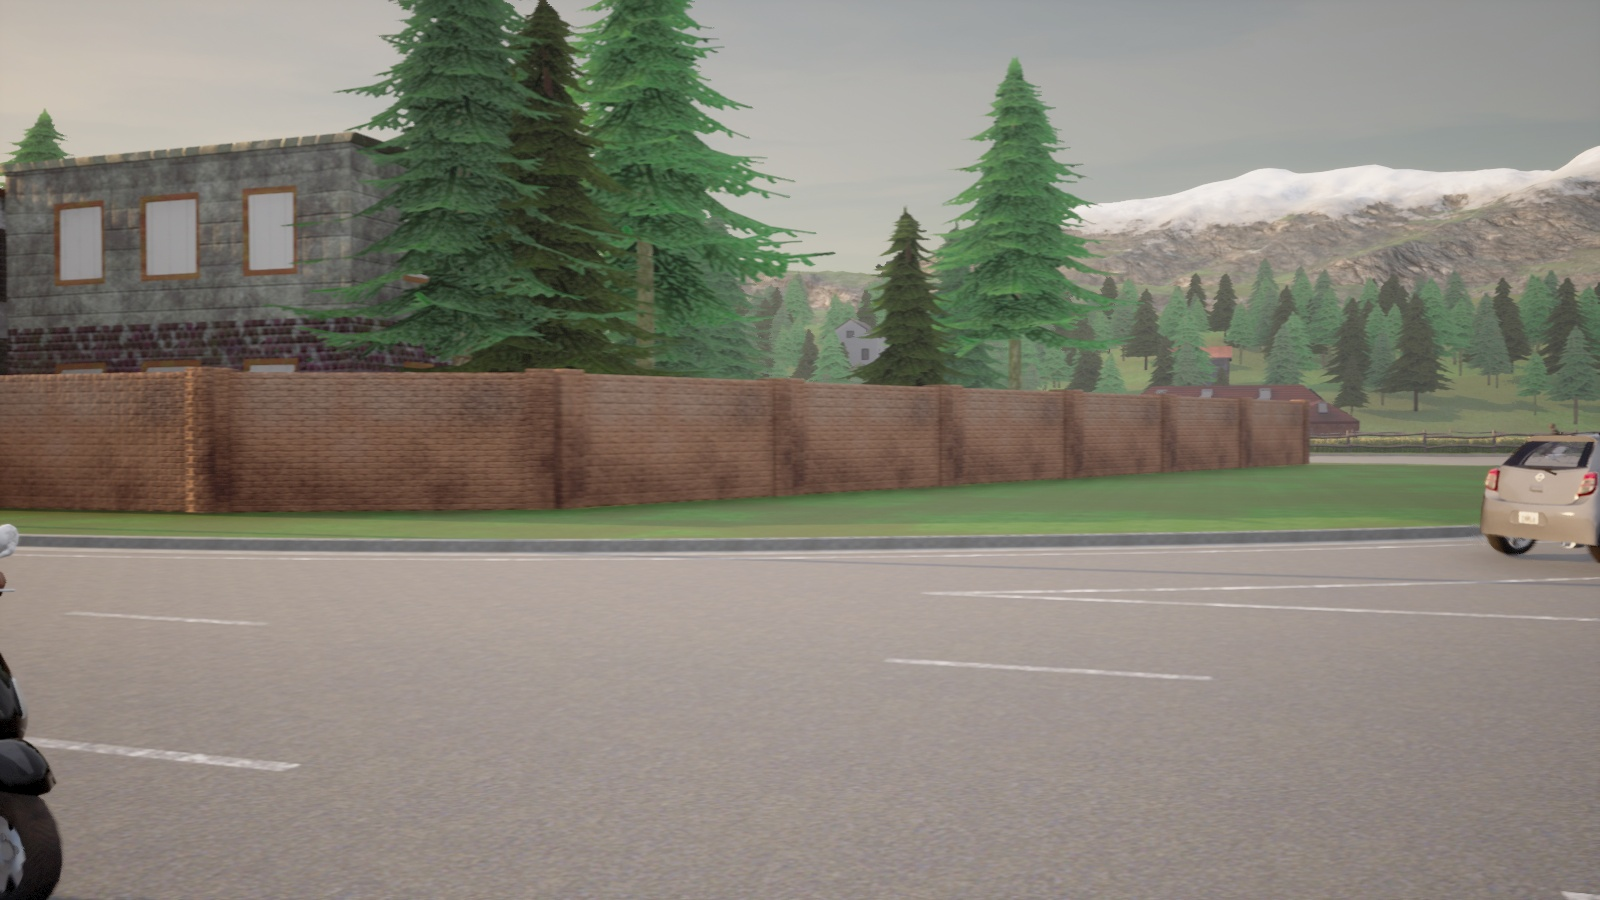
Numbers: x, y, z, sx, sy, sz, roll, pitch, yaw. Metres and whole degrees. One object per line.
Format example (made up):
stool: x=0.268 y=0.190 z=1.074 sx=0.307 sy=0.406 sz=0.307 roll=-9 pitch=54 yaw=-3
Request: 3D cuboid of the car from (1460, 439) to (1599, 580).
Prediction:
car: x=10.077 y=0.644 z=14.945 sx=3.633 sy=1.501 sz=1.845 roll=0 pitch=1 yaw=-16

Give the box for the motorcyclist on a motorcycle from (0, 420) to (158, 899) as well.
motorcyclist on a motorcycle: x=-3.256 y=0.692 z=4.288 sx=1.817 sy=1.590 sz=0.866 roll=1 pitch=1 yaw=19
